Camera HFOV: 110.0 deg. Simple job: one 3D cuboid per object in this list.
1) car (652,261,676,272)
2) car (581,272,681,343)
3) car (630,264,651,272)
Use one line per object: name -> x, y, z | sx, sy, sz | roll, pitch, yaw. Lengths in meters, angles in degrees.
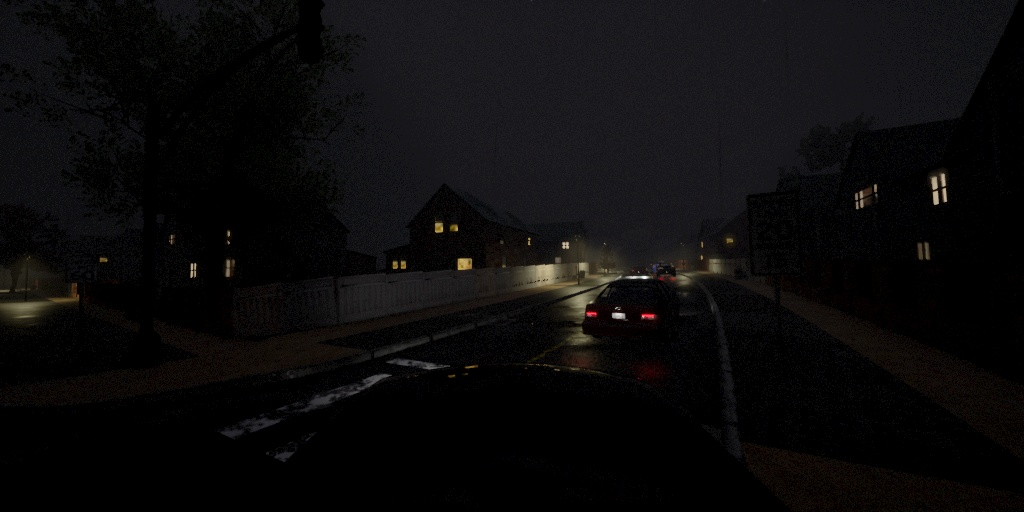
car -> 16.838, 1.472, 39.368 | 2.128, 1.511, 4.902 | -2, -1, 20
car -> 3.471, 1.327, 9.844 | 2.033, 1.411, 5.357 | -3, -1, 28
car -> 15.259, 1.669, 43.104 | 1.994, 1.385, 4.181 | -2, -1, 20
